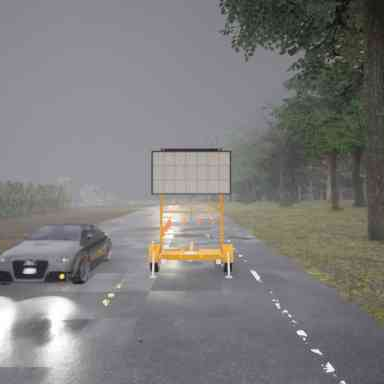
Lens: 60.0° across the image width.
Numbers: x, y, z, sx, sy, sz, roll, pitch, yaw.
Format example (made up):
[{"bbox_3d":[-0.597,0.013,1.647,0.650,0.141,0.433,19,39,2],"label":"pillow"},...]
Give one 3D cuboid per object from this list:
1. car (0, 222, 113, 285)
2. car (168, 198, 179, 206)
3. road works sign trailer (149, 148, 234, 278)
[{"bbox_3d":[-3.618,1.578,9.413,1.994,1.385,4.181,0,0,0],"label":"car"},{"bbox_3d":[-3.616,1.903,65.321,2.128,1.511,4.902,0,-1,0],"label":"car"},{"bbox_3d":[-0.017,0.480,10.154,2.380,3.560,2.880,0,0,0],"label":"road works sign trailer"}]
